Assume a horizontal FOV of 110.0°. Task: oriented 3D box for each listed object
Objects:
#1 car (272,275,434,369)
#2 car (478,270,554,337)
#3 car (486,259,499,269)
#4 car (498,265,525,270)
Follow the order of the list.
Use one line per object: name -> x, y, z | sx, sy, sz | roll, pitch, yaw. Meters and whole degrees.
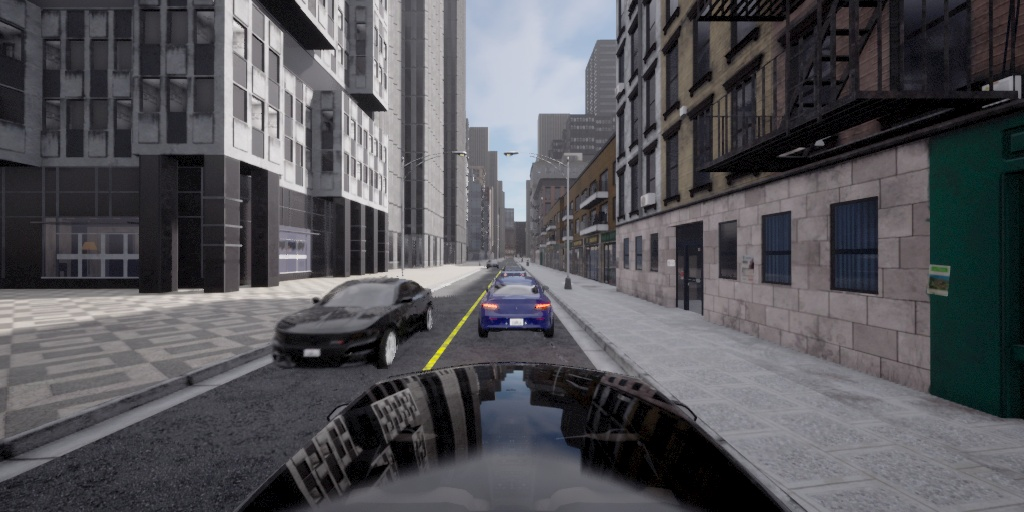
car -> -3.103, 1.230, 8.056 | 1.882, 1.535, 5.008 | 0, 0, 0
car -> 0.096, 1.279, 10.134 | 1.812, 1.442, 4.674 | 0, 0, 0
car -> -3.044, 1.289, 57.061 | 1.882, 1.535, 5.008 | 0, 0, 0
car -> 0.093, 1.372, 27.879 | 1.895, 1.301, 4.718 | 0, 0, -1
